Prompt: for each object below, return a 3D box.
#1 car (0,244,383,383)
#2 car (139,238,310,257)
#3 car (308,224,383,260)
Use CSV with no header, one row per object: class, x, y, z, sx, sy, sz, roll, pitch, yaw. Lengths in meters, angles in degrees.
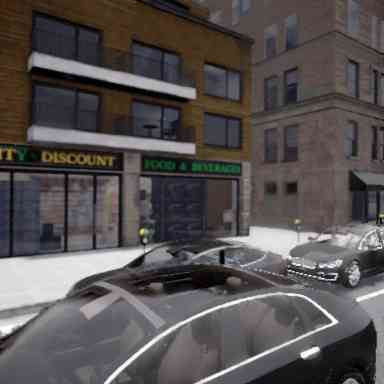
car,-0.296,1.514,2.857,4.892,1.490,1.837,1,0,-35
car,-0.054,1.592,6.126,4.313,1.339,1.947,1,0,-35
car,4.467,1.621,9.290,4.403,1.369,2.008,1,0,-35
